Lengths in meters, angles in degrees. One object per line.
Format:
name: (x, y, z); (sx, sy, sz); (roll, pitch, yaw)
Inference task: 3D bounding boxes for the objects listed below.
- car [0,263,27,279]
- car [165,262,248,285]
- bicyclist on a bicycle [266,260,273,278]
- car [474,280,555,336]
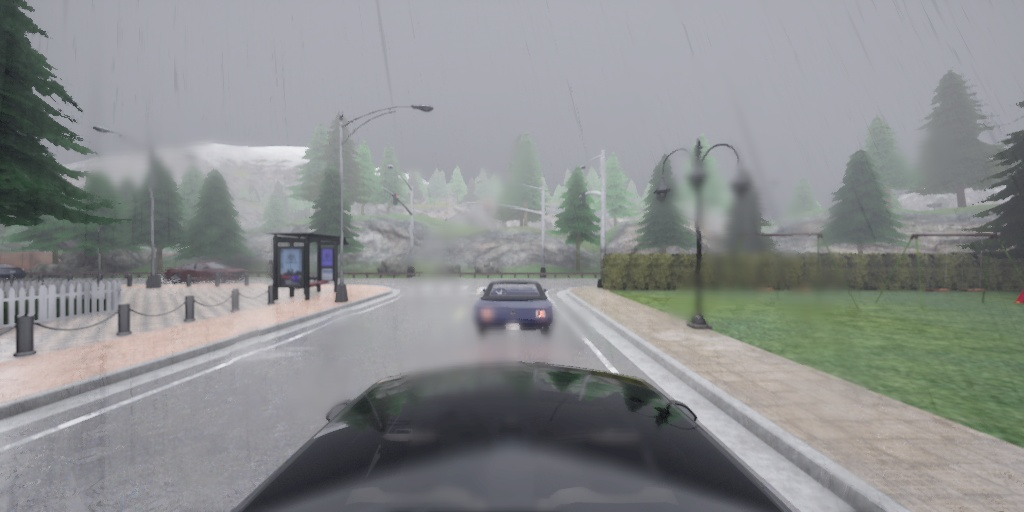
car: (-42.374, 1.261, 29.008); (4.181, 1.385, 1.994); (0, 0, 0)
car: (-21.355, 1.184, 25.235); (5.008, 1.535, 1.882); (0, 0, 1)
bicyclist on a bicycle: (-21.627, 1.142, 32.332); (0.582, 1.620, 1.656); (0, 0, 0)
car: (0.075, 1.329, 10.331); (1.895, 1.301, 4.718); (0, 0, 0)
